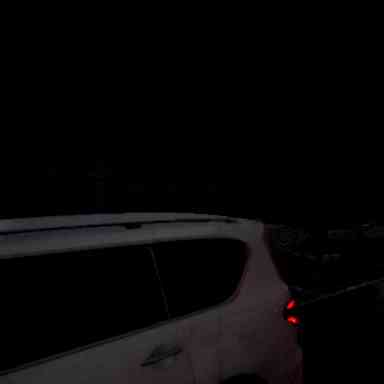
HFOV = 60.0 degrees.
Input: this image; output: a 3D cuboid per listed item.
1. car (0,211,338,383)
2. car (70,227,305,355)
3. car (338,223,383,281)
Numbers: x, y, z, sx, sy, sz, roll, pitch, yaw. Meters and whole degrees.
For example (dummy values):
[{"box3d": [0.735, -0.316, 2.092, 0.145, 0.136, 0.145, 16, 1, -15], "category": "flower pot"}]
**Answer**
[{"box3d": [-1.606, 1.221, 2.236, 5.566, 2.045, 2.150, 0, 0, -35], "category": "car"}, {"box3d": [0.072, 1.565, 6.587, 4.313, 1.339, 1.947, 0, 0, -35], "category": "car"}, {"box3d": [4.552, 1.581, 9.781, 4.206, 1.307, 1.802, 0, 0, -35], "category": "car"}]
